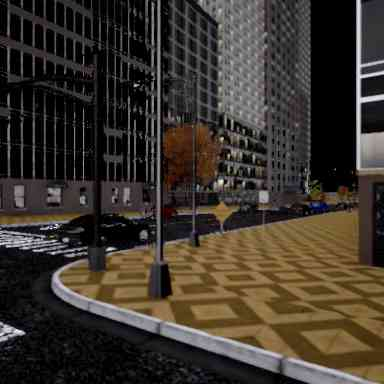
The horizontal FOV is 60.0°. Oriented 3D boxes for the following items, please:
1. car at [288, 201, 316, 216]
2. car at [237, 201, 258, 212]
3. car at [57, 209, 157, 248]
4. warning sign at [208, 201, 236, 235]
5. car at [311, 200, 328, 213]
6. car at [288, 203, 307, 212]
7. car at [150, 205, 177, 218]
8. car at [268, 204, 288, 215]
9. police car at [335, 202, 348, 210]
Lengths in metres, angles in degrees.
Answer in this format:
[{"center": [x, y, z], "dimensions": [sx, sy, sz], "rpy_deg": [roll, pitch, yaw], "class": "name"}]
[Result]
[{"center": [15.013, 2.378, 45.297], "dimensions": [1.837, 1.490, 4.892], "rpy_deg": [0, -1, 33], "class": "car"}, {"center": [9.119, 2.303, 54.262], "dimensions": [2.097, 1.767, 4.553], "rpy_deg": [0, -1, 33], "class": "car"}, {"center": [-3.897, 1.744, 15.589], "dimensions": [1.837, 1.490, 4.892], "rpy_deg": [-1, -2, 30], "class": "car"}, {"center": [1.771, 1.468, 19.509], "dimensions": [1.300, 1.860, 1.060], "rpy_deg": [1, 1, 33], "class": "warning sign"}, {"center": [20.535, 2.277, 53.964], "dimensions": [2.150, 2.045, 5.566], "rpy_deg": [0, -1, 33], "class": "car"}, {"center": [17.784, 2.561, 55.695], "dimensions": [1.837, 1.490, 4.892], "rpy_deg": [0, -1, 33], "class": "car"}, {"center": [-3.357, 2.066, 35.037], "dimensions": [1.812, 1.442, 4.674], "rpy_deg": [0, -1, 33], "class": "car"}, {"center": [12.474, 2.428, 47.353], "dimensions": [2.033, 1.411, 5.357], "rpy_deg": [0, -1, 33], "class": "car"}, {"center": [30.147, 2.762, 66.799], "dimensions": [1.930, 1.638, 5.238], "rpy_deg": [0, -1, 33], "class": "police car"}]
